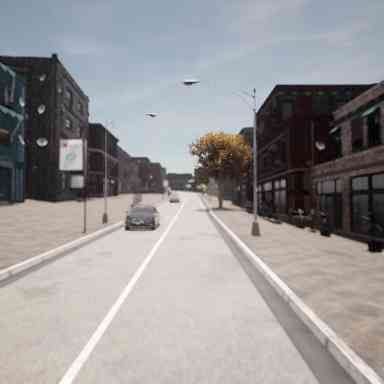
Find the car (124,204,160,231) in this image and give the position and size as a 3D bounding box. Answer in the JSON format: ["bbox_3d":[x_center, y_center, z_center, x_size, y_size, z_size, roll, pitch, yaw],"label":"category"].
[{"bbox_3d":[-3.113,1.584,21.500,1.837,1.490,4.892,0,0,0],"label":"car"}]

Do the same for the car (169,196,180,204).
[{"bbox_3d":[-3.269,1.507,63.647,1.994,1.385,4.181,0,1,0],"label":"car"}]
